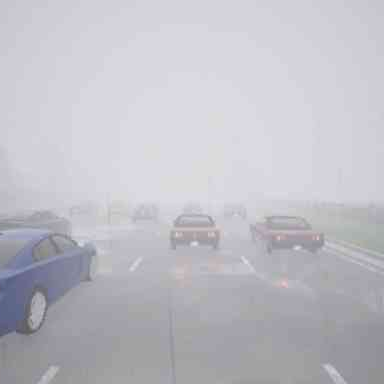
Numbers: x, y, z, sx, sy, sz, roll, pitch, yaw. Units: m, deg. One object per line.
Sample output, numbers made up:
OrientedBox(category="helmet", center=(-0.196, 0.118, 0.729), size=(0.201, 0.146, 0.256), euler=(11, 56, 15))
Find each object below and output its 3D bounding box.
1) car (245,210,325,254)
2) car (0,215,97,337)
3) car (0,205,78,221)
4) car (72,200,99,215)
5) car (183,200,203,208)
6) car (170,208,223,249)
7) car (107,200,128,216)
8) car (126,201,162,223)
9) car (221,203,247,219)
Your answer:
OrientedBox(category="car", center=(3.601, 1.606, 13.574), size=(1.895, 1.301, 4.718), euler=(0, 0, 0))
OrientedBox(category="car", center=(-3.400, 1.480, 6.730), size=(1.882, 1.535, 5.008), euler=(0, 0, 0))
OrientedBox(category="car", center=(-6.898, 1.510, 14.633), size=(1.837, 1.490, 4.892), euler=(0, 0, 0))
OrientedBox(category="car", center=(-10.409, 1.538, 32.132), size=(1.812, 1.442, 4.674), euler=(0, 0, 0))
OrientedBox(category="car", center=(0.091, 1.538, 32.133), size=(1.812, 1.442, 4.674), euler=(0, 0, 0))
OrientedBox(category="car", center=(0.102, 1.606, 14.473), size=(1.895, 1.301, 4.718), euler=(0, 0, 0))
OrientedBox(category="car", center=(-6.896, 1.490, 32.642), size=(1.882, 1.535, 5.008), euler=(0, 0, 0))
OrientedBox(category="car", center=(-3.397, 1.557, 25.672), size=(2.033, 1.411, 5.357), euler=(0, 0, 0))
OrientedBox(category="car", center=(3.604, 1.612, 29.554), size=(1.895, 1.301, 4.718), euler=(0, 0, 0))
